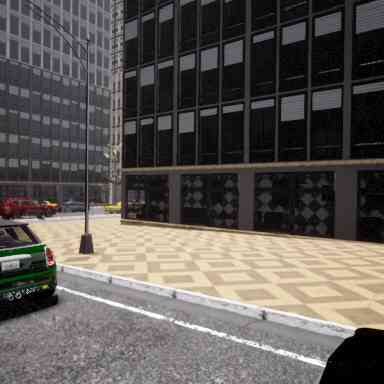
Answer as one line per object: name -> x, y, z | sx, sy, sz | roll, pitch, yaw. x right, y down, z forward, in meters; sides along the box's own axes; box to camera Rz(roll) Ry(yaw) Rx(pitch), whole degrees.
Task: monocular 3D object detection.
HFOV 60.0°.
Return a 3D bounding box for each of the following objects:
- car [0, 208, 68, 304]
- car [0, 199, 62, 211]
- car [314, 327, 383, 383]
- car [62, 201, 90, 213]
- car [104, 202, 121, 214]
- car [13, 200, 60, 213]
car -> -5.011, 1.348, 7.268 | 4.553, 1.767, 2.097 | 0, 0, 36
car -> -14.939, 1.519, 30.158 | 2.192, 1.841, 5.009 | 1, 0, 37
car -> 2.986, 1.601, 1.549 | 4.718, 1.301, 1.895 | 0, 0, 36
car -> -14.539, 1.749, 40.409 | 1.994, 1.385, 4.181 | 1, 0, 37
car -> -8.124, 1.830, 39.357 | 1.752, 1.417, 4.829 | 1, 0, 37
car -> -18.419, 1.643, 39.540 | 1.752, 1.417, 4.829 | 1, 0, 37
